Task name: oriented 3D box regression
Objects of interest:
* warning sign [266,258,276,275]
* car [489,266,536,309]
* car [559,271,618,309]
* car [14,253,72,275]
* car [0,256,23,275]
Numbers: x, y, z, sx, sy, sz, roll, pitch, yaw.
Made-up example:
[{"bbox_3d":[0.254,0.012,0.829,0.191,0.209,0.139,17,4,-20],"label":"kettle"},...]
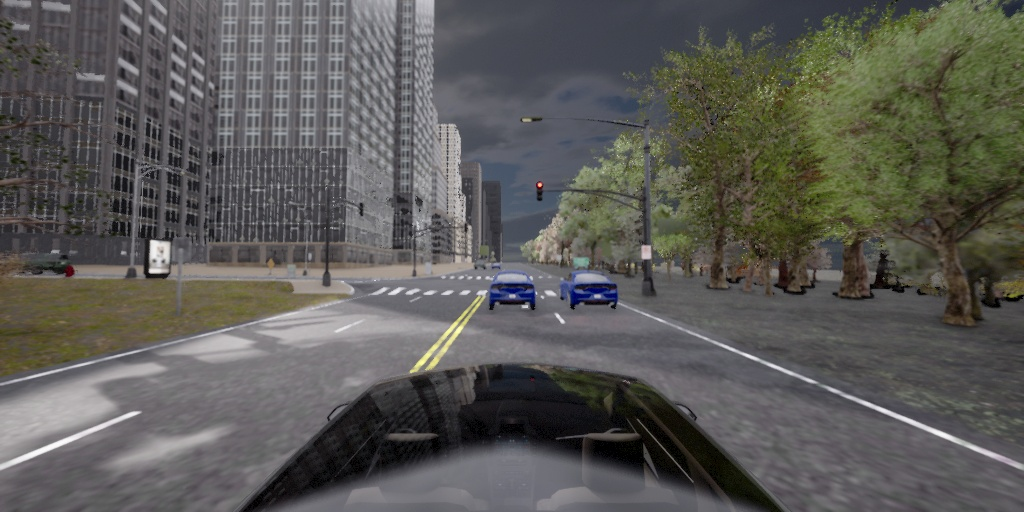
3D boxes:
[{"bbox_3d":[-26.161,1.150,38.811,1.060,1.860,1.300,0,0,-4],"label":"warning sign"},{"bbox_3d":[-0.024,1.395,16.083,1.882,1.535,5.008,0,0,-1],"label":"car"},{"bbox_3d":[3.273,1.388,16.082,1.882,1.535,5.008,-1,0,0],"label":"car"},{"bbox_3d":[-45.909,0.745,34.288,5.566,2.045,2.150,1,-3,-6],"label":"car"},{"bbox_3d":[-46.466,0.858,30.957,4.892,1.490,1.837,2,-3,-6],"label":"car"}]
